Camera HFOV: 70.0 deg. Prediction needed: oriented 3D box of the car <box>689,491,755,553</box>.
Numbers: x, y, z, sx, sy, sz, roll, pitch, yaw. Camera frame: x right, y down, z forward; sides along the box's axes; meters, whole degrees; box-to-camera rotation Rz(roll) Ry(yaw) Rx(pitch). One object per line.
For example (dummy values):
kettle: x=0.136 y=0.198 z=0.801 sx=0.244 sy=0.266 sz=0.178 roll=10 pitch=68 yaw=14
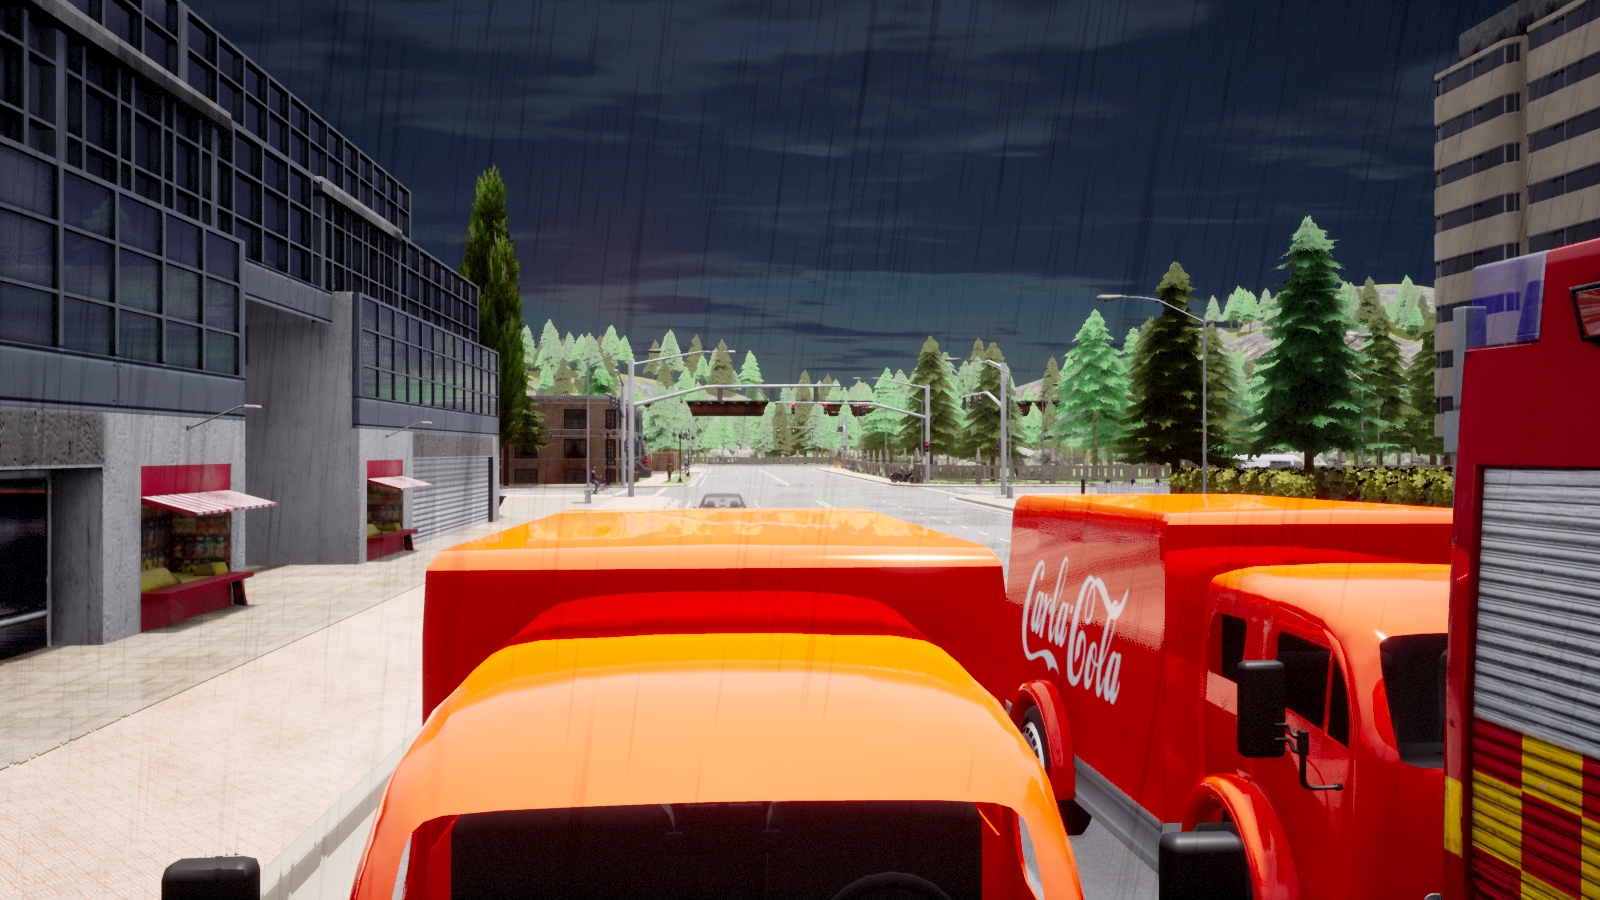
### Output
car: x=-2.226 y=2.026 z=32.805 sx=1.789 sy=1.549 sz=3.705 roll=0 pitch=0 yaw=-4

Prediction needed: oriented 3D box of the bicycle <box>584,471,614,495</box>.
bicycle: x=-12.531 y=2.060 z=71.198 sx=1.835 sy=1.471 sz=0.329 roll=0 pitch=0 yaw=-11

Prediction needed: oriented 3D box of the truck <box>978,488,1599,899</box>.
truck: x=3.003 y=1.568 z=7.234 sx=2.627 sy=2.467 sz=5.204 roll=0 pitch=0 yaw=-4

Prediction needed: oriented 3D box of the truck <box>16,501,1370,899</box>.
truck: x=-0.347 y=1.568 z=4.821 sx=2.627 sy=2.467 sz=5.204 roll=0 pitch=0 yaw=-4

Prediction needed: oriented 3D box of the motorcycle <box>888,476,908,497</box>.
motorcycle: x=5.944 y=2.205 z=69.519 sx=0.867 sy=1.251 sz=2.209 roll=0 pitch=0 yaw=-4
